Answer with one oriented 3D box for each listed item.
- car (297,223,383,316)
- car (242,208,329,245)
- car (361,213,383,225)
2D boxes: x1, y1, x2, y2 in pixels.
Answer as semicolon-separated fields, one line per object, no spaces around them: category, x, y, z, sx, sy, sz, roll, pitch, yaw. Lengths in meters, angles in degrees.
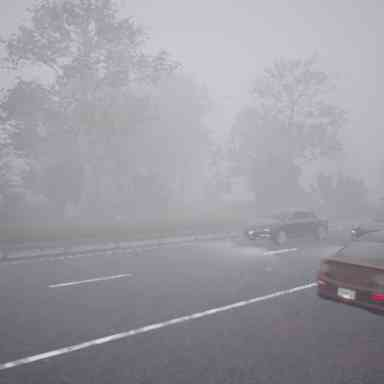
car;4.478;1.550;6.944;4.674;1.442;1.812;0;0;-36
car;4.519;1.540;15.771;4.892;1.490;1.837;1;0;-35
car;9.269;1.584;14.829;5.357;1.411;2.033;0;0;-35
